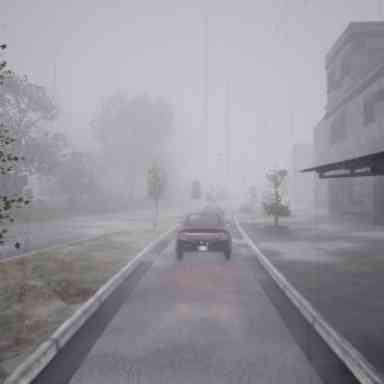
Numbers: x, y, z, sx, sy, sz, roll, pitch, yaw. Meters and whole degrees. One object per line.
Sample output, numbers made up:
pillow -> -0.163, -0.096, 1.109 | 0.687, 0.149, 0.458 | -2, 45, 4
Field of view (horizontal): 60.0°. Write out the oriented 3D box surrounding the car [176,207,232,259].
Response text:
car -> 0.483, 1.537, 12.711 | 2.128, 1.511, 4.902 | 0, 0, 3

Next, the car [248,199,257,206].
car -> 16.214, 2.697, 89.081 | 2.185, 1.767, 4.553 | 0, -1, 12

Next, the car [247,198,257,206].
car -> 15.101, 2.471, 83.712 | 2.435, 2.045, 5.566 | 0, -1, 12

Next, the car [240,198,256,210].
car -> 8.382, 2.092, 51.175 | 2.097, 1.535, 5.008 | -1, -1, 11

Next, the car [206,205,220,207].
car -> 1.779, 1.764, 28.189 | 1.994, 1.385, 4.181 | 0, -1, 7
